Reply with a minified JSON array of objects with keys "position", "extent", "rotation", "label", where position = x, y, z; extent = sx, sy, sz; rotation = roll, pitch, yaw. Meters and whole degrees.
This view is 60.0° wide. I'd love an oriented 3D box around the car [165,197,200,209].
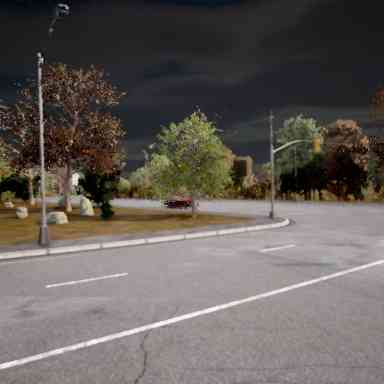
[{"position":[-1.125,1.214,38.509],"extent":[1.895,1.301,4.718],"rotation":[-2,1,-39],"label":"car"}]
